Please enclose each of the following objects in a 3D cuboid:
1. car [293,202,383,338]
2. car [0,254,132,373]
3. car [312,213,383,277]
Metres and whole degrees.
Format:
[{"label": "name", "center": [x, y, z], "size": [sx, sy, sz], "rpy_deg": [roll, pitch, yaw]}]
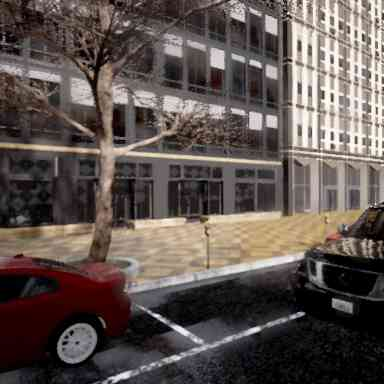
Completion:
[{"label": "car", "center": [4.294, 1.189, 6.163], "size": [5.566, 2.045, 2.150], "rpy_deg": [0, 0, -36]}, {"label": "car", "center": [-2.985, 1.546, 4.149], "size": [4.507, 1.381, 1.887], "rpy_deg": [0, 0, -35]}, {"label": "car", "center": [6.026, 1.493, 10.623], "size": [4.507, 1.381, 1.887], "rpy_deg": [0, 0, -36]}]
